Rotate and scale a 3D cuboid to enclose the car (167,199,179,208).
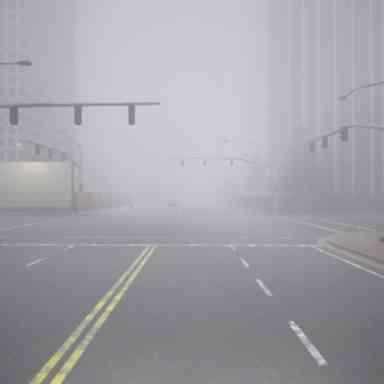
[{"bbox_3d":[-3.506,2.087,61.307,1.812,1.442,4.674,0,0,0],"label":"car"}]
